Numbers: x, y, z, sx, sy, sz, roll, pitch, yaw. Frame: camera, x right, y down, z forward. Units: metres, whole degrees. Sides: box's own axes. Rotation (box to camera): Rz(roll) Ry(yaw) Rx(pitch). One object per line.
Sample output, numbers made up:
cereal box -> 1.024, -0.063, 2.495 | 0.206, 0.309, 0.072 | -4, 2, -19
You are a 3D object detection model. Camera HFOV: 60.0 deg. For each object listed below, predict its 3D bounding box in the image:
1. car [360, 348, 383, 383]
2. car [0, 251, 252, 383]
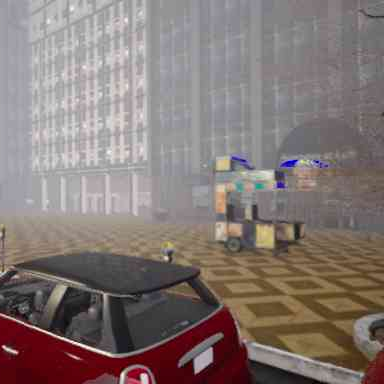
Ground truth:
car -> 3.029, 1.307, 0.725 | 5.009, 1.841, 2.192 | 0, 0, 35
car -> -1.485, 1.450, 3.935 | 4.097, 1.590, 1.967 | 0, 0, 35
